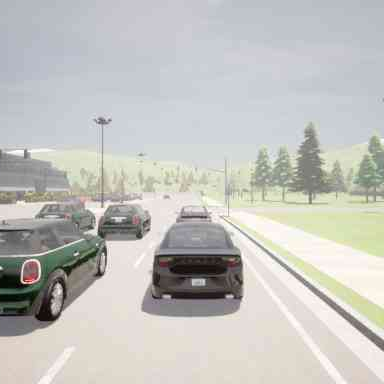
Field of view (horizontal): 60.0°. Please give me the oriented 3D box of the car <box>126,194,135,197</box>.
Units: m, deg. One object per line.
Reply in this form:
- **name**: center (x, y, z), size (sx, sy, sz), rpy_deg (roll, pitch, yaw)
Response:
- **car**: center (-16.154, 1.355, 81.950), size (2.097, 1.767, 4.553), rpy_deg (0, 0, 0)

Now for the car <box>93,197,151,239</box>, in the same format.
- **car**: center (-3.415, 1.352, 17.551), size (2.097, 1.767, 4.553), rpy_deg (0, 0, 0)

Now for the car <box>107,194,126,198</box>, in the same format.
- **car**: center (-16.170, 1.500, 71.721), size (1.837, 1.490, 4.892), rpy_deg (0, 0, 0)

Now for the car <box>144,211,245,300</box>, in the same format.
- **car**: center (0.112, 1.478, 8.478), size (1.882, 1.535, 5.008), rpy_deg (0, 0, 0)

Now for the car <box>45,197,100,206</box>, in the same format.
- **car**: center (-6.919, 1.352, 18.531), size (2.097, 1.767, 4.553), rpy_deg (0, 0, 0)

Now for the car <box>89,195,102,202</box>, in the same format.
- **car**: center (-23.157, 1.552, 79.806), size (1.994, 1.385, 4.181), rpy_deg (0, 0, 0)

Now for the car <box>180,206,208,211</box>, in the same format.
- **car**: center (0.096, 1.491, 17.896), size (2.128, 1.511, 4.902), rpy_deg (0, 0, 0)

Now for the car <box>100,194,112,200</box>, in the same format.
- **car**: center (-23.141, 1.355, 89.966), size (2.097, 1.767, 4.553), rpy_deg (0, 0, 0)

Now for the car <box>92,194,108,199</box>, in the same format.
- **car**: center (-19.670, 1.552, 71.312), size (1.994, 1.385, 4.181), rpy_deg (0, 0, 0)

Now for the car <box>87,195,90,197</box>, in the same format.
- **car**: center (-23.170, 1.355, 71.476), size (2.097, 1.767, 4.553), rpy_deg (0, 0, 0)

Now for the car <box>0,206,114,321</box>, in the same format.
- **car**: center (-3.389, 1.352, 7.428), size (2.097, 1.767, 4.553), rpy_deg (0, 0, 0)

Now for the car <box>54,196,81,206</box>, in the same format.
- **car**: center (-20.718, 1.507, 55.537), size (1.837, 1.490, 4.892), rpy_deg (1, 0, 13)

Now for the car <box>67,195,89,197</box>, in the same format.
- **car**: center (-15.889, 1.525, 45.084), size (1.812, 1.442, 4.674), rpy_deg (0, 0, -2)

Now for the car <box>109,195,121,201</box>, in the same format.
- **car**: center (-19.649, 1.478, 85.111), size (1.882, 1.535, 5.008), rpy_deg (0, 0, 0)
